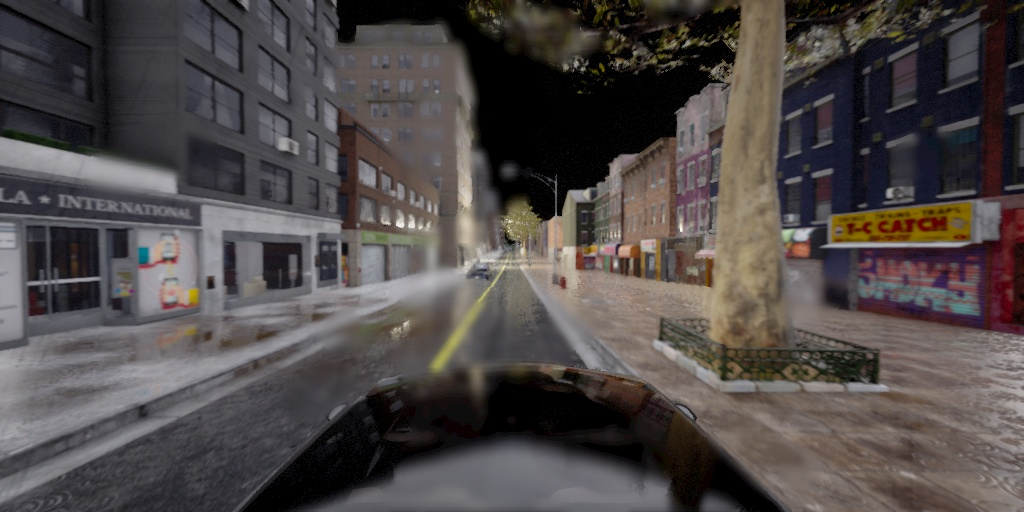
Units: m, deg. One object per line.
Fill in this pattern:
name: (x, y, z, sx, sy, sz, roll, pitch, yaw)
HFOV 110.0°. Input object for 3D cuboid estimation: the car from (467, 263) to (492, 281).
car: (-2.776, 1.352, 31.707, 2.033, 1.411, 5.357, 0, 0, 1)
